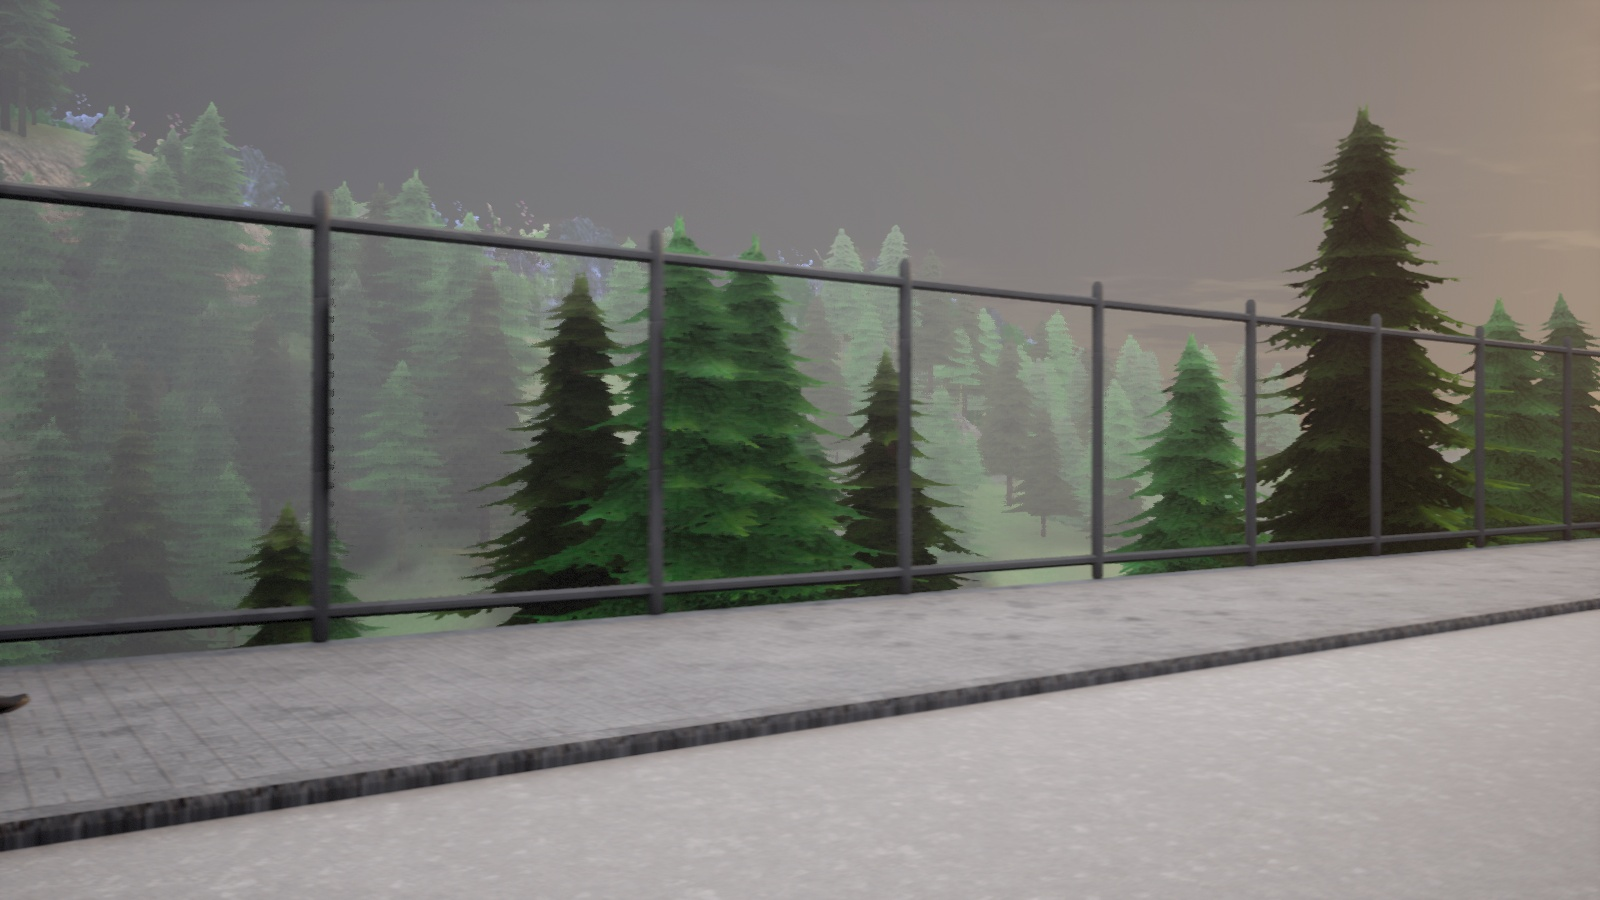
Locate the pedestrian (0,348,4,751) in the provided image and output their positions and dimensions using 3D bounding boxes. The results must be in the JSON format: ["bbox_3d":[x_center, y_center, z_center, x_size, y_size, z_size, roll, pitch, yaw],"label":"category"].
[{"bbox_3d":[-4.201,0.478,5.906,0.395,1.930,0.692,0,0,42],"label":"pedestrian"}]
